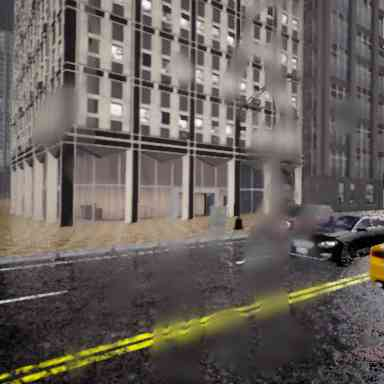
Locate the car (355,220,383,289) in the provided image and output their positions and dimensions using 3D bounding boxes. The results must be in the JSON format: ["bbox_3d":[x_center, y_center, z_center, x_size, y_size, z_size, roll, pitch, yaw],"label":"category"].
[{"bbox_3d":[6.157,1.486,7.827,5.008,1.535,1.882,0,0,-35],"label":"car"}]

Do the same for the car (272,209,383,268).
[{"bbox_3d":[5.315,1.501,11.467,4.902,1.511,2.128,0,0,-35],"label":"car"}]

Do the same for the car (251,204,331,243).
[{"bbox_3d":[4.825,1.363,15.107,4.553,1.767,2.097,0,0,-35],"label":"car"}]
